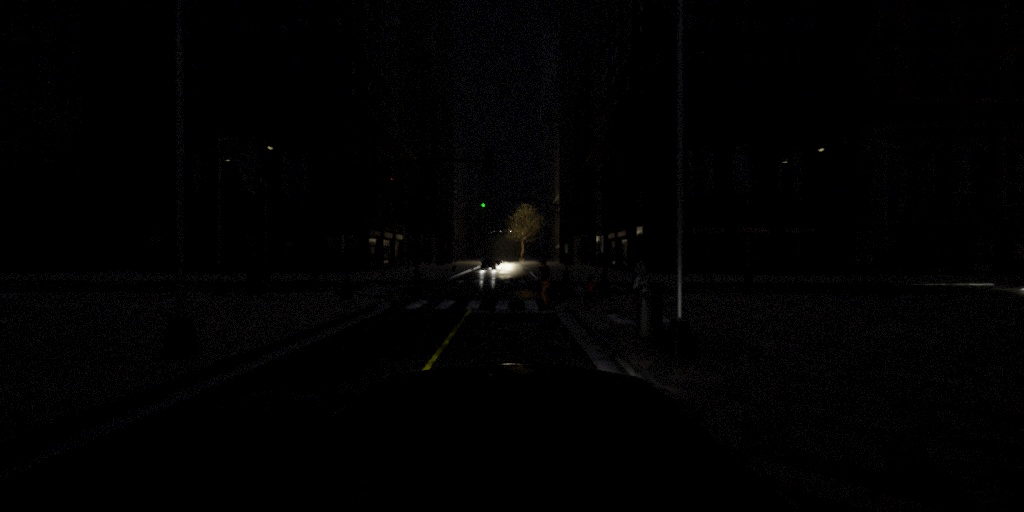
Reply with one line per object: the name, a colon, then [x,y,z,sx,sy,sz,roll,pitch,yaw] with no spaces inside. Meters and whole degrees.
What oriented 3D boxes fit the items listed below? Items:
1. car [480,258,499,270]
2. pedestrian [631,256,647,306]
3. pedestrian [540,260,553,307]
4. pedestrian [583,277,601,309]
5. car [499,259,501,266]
car: [-3.093,1.026,47.601,1.837,1.490,4.892,0,0,0]
pedestrian: [4.552,0.839,12.772,0.375,1.860,0.375,0,0,0]
pedestrian: [1.237,0.984,13.370,0.375,1.860,0.375,0,0,0]
pedestrian: [2.716,0.840,12.171,0.375,1.860,0.375,0,0,0]
car: [-3.042,1.056,64.286,1.895,1.301,4.718,0,0,0]
